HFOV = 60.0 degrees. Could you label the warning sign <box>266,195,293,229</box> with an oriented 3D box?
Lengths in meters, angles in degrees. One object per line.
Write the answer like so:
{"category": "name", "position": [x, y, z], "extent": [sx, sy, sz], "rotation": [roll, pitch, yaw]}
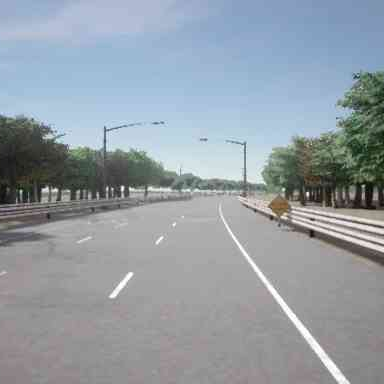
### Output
{"category": "warning sign", "position": [4.950, 1.090, 18.898], "extent": [1.300, 1.860, 1.060], "rotation": [0, 0, 2]}
